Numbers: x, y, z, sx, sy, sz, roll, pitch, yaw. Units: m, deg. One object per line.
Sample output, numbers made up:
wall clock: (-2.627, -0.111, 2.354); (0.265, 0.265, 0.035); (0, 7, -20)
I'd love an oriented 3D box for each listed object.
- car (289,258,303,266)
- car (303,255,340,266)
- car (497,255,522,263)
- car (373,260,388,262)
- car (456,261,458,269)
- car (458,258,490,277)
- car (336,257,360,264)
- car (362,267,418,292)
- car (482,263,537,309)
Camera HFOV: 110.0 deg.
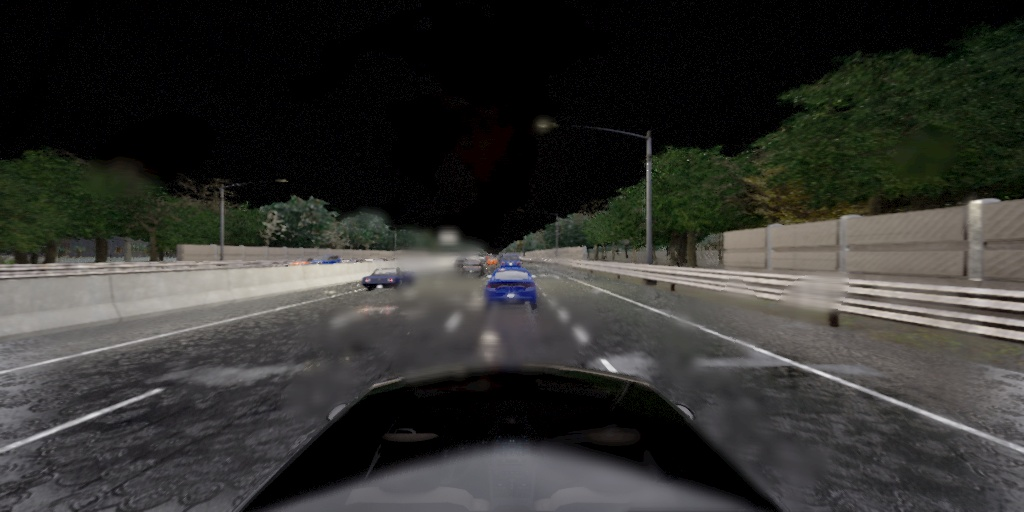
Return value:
car: (-28.281, 1.040, 48.929); (2.097, 1.767, 4.553); (0, 0, 0)
car: (-24.771, 0.910, 47.749); (2.150, 2.045, 5.566); (0, 0, 0)
car: (-0.140, 0.922, 38.088); (2.150, 2.045, 5.566); (0, 0, 0)
car: (-17.780, 1.214, 48.160); (1.812, 1.442, 4.674); (0, 0, 0)
car: (-7.287, 1.182, 54.031); (1.837, 1.490, 4.892); (0, 0, -1)
car: (-3.617, 1.198, 34.843); (2.128, 1.511, 4.902); (0, 0, 0)
car: (-21.280, 1.252, 48.028); (1.994, 1.385, 4.181); (0, 0, 0)
car: (-7.040, 1.329, 21.271); (1.895, 1.301, 4.718); (0, 0, 0)
car: (-0.019, 1.214, 14.861); (1.882, 1.535, 5.008); (0, 0, 0)
